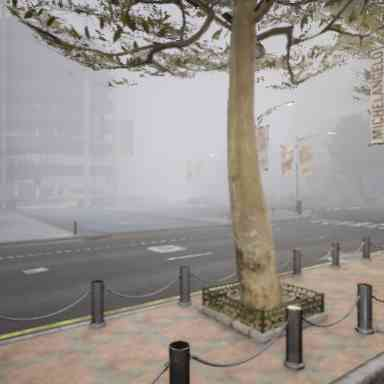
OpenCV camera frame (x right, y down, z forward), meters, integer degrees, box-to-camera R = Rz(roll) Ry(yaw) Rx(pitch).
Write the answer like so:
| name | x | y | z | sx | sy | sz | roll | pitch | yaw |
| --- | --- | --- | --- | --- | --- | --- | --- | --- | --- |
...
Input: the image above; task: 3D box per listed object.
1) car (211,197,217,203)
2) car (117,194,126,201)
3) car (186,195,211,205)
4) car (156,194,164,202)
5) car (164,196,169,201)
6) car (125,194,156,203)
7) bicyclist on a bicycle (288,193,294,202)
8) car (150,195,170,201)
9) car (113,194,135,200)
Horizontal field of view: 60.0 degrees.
| name | x | y | z | sx | sy | sz | roll | pitch | yaw |
| --- | --- | --- | --- | --- | --- | --- | --- | --- | --- |
| car | 2.554 | 1.321 | 60.234 | 2.128 | 1.511 | 4.902 | 0 | 0 | -36 |
| car | -17.576 | 1.304 | 78.425 | 4.892 | 1.490 | 1.837 | 0 | 0 | 12 |
| car | 0.764 | 1.410 | 56.670 | 1.994 | 1.385 | 4.181 | 0 | 0 | -37 |
| car | -9.115 | 1.368 | 71.145 | 4.902 | 1.511 | 2.128 | 0 | 0 | 33 |
| car | -8.330 | 1.186 | 74.721 | 4.553 | 1.767 | 2.097 | 0 | 0 | 26 |
| car | -10.521 | 1.335 | 67.933 | 5.008 | 1.535 | 1.882 | 0 | 0 | 30 |
| bicyclist on a bicycle | 18.661 | 1.064 | 62.653 | 1.656 | 1.620 | 0.582 | -1 | 0 | -36 |
| car | -7.587 | 1.371 | 78.278 | 4.181 | 1.385 | 1.994 | 0 | 0 | 26 |
| car | -16.617 | 1.260 | 81.791 | 5.008 | 1.535 | 1.882 | 0 | 0 | 12 |
